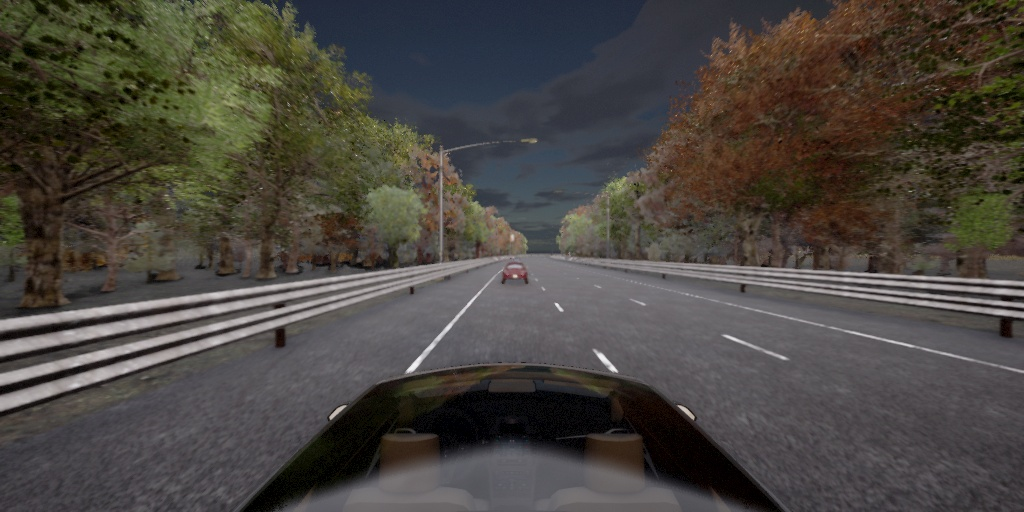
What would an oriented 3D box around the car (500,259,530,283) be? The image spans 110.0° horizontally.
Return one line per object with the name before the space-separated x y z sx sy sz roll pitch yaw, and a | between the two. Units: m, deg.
car | 0.225 1.155 26.089 1.812 1.442 4.674 0 0 1
